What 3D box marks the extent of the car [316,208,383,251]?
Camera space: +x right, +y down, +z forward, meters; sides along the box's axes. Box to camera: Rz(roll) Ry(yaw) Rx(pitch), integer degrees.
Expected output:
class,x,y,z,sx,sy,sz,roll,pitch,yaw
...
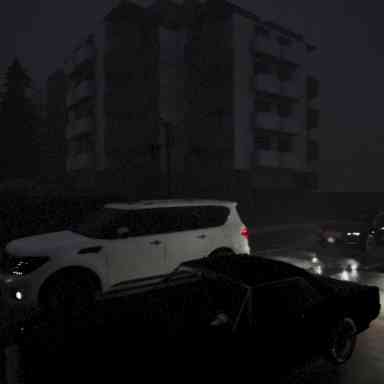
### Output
class,x,y,z,sx,sy,sz,roll,pitch,yaw
car,6.921,1.422,13.209,4.902,1.511,2.128,0,0,-35

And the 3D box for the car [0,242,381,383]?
class,x,y,z,sx,sy,sz,roll,pitch,yaw
car,0.341,1.587,4.224,4.718,1.301,1.895,0,0,-35

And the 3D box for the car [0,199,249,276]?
class,x,y,z,sx,sy,sz,roll,pitch,yaw
car,-1.196,1.205,7.502,5.566,2.045,2.150,0,0,-34
